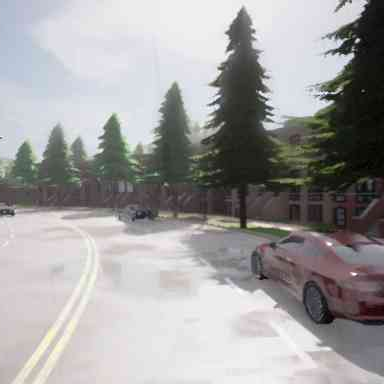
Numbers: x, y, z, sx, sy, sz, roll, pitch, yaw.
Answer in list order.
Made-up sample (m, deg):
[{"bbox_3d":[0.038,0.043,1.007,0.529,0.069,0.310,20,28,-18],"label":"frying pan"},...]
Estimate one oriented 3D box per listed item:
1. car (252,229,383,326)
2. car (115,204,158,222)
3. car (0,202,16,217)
[{"bbox_3d":[2.749,1.502,7.015,1.812,1.442,4.674,0,0,-9],"label":"car"},{"bbox_3d":[-4.501,1.620,26.371,1.895,1.301,4.718,0,0,-32],"label":"car"},{"bbox_3d":[-18.590,1.683,31.796,4.181,1.385,1.994,0,0,40],"label":"car"}]
